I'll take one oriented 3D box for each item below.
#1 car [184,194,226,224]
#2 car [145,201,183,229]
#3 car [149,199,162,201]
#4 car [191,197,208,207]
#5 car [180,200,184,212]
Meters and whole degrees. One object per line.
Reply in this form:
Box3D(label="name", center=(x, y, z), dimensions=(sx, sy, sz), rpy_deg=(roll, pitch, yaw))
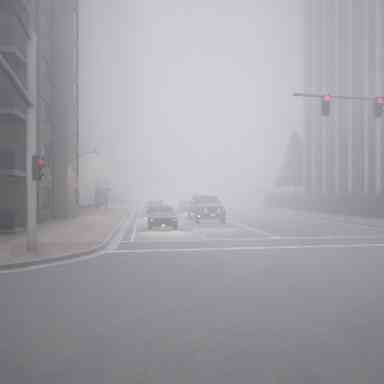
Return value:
Box3D(label="car", center=(1.023, 1.220, 25.369), dimensions=(2.150, 2.045, 5.566), rpy_deg=(0, 0, -8))
Box3D(label="car", center=(-2.022, 1.546, 21.870), dimensions=(2.033, 1.411, 5.357), rpy_deg=(0, 0, -8))
Box3D(label="car", center=(-3.663, 1.491, 33.697), dimensions=(2.128, 1.511, 4.902), rpy_deg=(0, 0, -8))
Box3D(label="car", center=(1.097, 1.561, 51.038), dimensions=(1.994, 1.385, 4.181), rpy_deg=(0, 0, -8))
Box3D(label="car", center=(-0.565, 1.546, 36.841), dimensions=(2.033, 1.411, 5.357), rpy_deg=(0, 0, -8))
